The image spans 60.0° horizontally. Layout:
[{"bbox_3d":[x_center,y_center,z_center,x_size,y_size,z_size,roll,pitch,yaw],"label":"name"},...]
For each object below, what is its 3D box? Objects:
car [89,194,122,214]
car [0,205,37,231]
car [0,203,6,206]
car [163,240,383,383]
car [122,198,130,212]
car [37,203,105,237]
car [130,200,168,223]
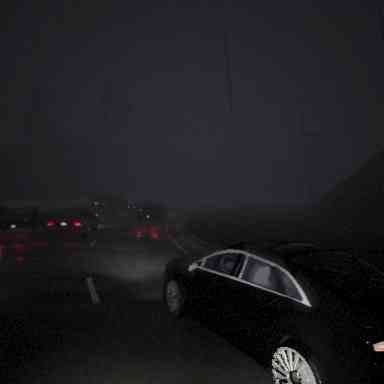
[{"bbox_3d":[-8.567,1.211,34.786,2.150,2.045,5.566,0,0,15],"label":"car"},{"bbox_3d":[-10.016,1.594,20.581,1.895,1.301,4.718,0,0,-4],"label":"car"},{"bbox_3d":[-13.723,1.492,22.954,1.837,1.490,4.892,0,-2,-1],"label":"car"},{"bbox_3d":[1.161,1.490,5.014,2.128,1.511,4.902,0,0,-28],"label":"car"},{"bbox_3d":[-4.980,1.536,34.981,2.033,1.411,5.357,0,0,15],"label":"car"},{"bbox_3d":[-6.285,1.542,17.943,2.033,1.411,5.357,0,0,-7],"label":"car"},{"bbox_3d":[-2.960,1.485,25.553,2.128,1.511,4.902,0,0,2],"label":"car"}]
